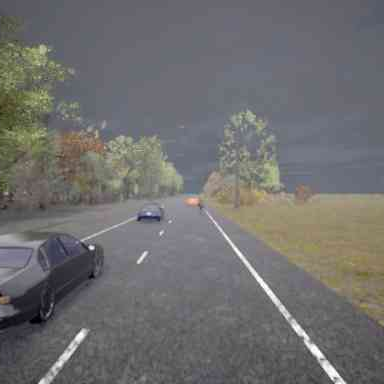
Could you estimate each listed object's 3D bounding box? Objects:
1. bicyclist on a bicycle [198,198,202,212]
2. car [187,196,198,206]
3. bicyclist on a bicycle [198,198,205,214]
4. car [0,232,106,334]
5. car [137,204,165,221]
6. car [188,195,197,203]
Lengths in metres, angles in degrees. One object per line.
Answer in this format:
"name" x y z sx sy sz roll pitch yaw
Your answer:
"bicyclist on a bicycle" 0.994 1.619 41.571 0.582 1.620 1.656 0 -1 0
"car" 0.096 1.599 61.558 2.097 1.767 4.553 0 0 1
"bicyclist on a bicycle" 0.988 1.583 32.569 0.582 1.620 1.656 0 -1 0
"car" -3.396 1.576 7.128 2.033 1.411 5.357 0 0 0
"car" -3.379 1.676 28.090 1.994 1.385 4.181 0 0 0
"car" 0.055 1.661 75.832 2.097 1.767 4.553 0 0 0
